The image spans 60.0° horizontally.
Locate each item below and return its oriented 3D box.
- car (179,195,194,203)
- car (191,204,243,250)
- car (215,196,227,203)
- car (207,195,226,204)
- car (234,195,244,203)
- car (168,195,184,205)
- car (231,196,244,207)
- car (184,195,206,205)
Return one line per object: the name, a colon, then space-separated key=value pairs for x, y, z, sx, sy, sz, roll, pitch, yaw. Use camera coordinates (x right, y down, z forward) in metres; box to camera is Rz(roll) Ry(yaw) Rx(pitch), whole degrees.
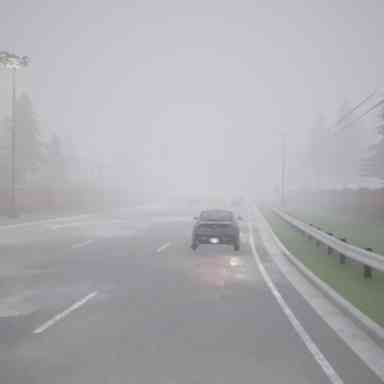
car: x=-1.115 y=1.304 z=67.252 sx=2.128 sy=1.511 sz=4.902 roll=0 pitch=0 yaw=9
car: x=1.092 y=1.480 z=14.240 sx=1.837 sy=1.490 sz=4.892 roll=0 pitch=0 yaw=7
car: x=5.796 y=1.494 z=66.144 sx=1.895 sy=1.301 sz=4.718 roll=0 pitch=0 yaw=9
car: x=4.098 y=1.381 z=55.833 sx=1.882 sy=1.535 sz=5.008 roll=0 pitch=0 yaw=9
car: x=9.539 y=1.444 z=67.332 sx=1.812 sy=1.442 sz=4.674 roll=0 pitch=0 yaw=9
car: x=-2.808 y=1.324 z=56.971 sx=1.882 sy=1.535 sz=5.008 roll=0 pitch=0 yaw=9
car: x=6.902 y=1.484 z=50.707 sx=2.033 sy=1.411 sz=5.357 roll=0 pitch=0 yaw=9
car: x=0.533 y=1.367 z=55.107 sx=2.128 sy=1.511 sz=4.902 roll=0 pitch=0 yaw=9
